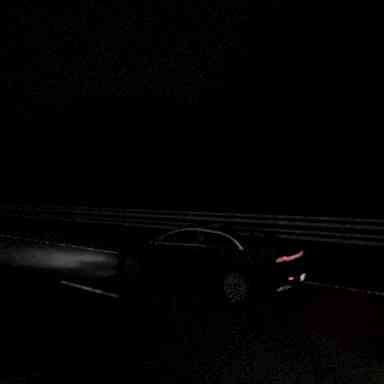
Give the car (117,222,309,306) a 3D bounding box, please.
[{"bbox_3d":[0.266,1.496,8.104,4.902,1.511,2.128,0,0,36],"label":"car"}]
